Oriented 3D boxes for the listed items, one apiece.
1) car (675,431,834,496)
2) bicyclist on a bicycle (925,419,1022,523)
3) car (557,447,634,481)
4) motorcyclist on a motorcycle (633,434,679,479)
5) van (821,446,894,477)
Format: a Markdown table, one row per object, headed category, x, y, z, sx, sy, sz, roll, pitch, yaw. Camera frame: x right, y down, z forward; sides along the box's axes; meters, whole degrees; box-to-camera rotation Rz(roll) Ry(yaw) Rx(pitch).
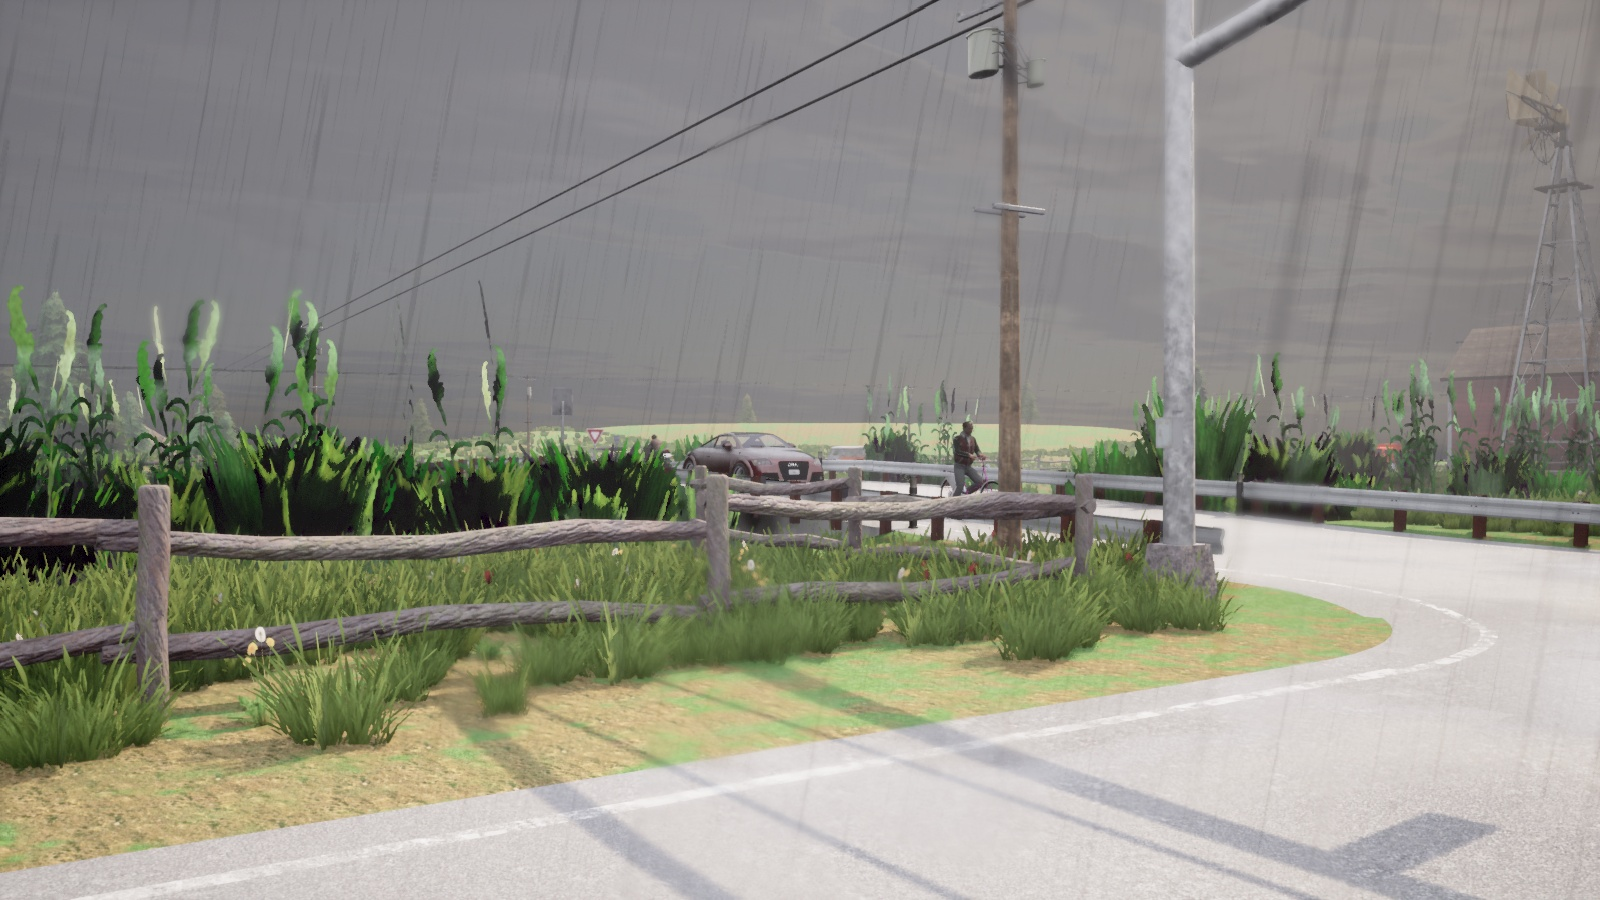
| category | x | y | z | sx | sy | sz | roll | pitch | yaw |
| --- | --- | --- | --- | --- | --- | --- | --- | --- | --- |
| car | -1.154 | 0.274 | 29.756 | 1.994 | 1.385 | 4.181 | 0 | 1 | -31 |
| bicyclist on a bicycle | 3.128 | 0.348 | 22.816 | 0.659 | 1.776 | 1.843 | 0 | 2 | -32 |
| car | -11.566 | 0.774 | 71.166 | 3.866 | 1.878 | 1.905 | 0 | 0 | -32 |
| motorcyclist on a motorcycle | -4.981 | 0.238 | 43.287 | 0.797 | 1.523 | 2.044 | 0 | -1 | -30 |
| van | 3.698 | 0.722 | 80.661 | 4.442 | 1.987 | 1.775 | 0 | 0 | -32 |
